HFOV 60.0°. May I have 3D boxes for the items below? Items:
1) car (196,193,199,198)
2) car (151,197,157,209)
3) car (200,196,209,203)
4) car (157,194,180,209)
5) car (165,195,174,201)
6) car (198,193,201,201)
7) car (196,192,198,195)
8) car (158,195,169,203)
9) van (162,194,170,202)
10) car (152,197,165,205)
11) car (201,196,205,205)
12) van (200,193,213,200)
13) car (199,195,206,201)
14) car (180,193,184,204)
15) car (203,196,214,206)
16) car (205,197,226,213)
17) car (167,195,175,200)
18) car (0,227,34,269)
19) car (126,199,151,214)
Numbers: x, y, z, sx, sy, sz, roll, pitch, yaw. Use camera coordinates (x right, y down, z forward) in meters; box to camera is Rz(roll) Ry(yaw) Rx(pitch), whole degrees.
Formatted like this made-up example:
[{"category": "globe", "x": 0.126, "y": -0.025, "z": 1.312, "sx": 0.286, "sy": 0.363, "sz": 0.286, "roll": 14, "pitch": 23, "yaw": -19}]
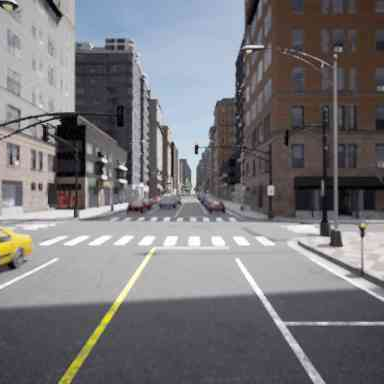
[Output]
[{"category": "car", "x": 2.638, "y": 1.544, "z": 81.118, "sx": 1.947, "sy": 1.339, "sz": 4.313, "roll": 1, "pitch": 0, "yaw": 0}, {"category": "car", "x": -5.869, "y": 1.528, "z": 41.410, "sx": 1.887, "sy": 1.381, "sz": 4.507, "roll": 1, "pitch": 0, "yaw": 0}, {"category": "car", "x": 2.643, "y": 1.560, "z": 69.771, "sx": 1.802, "sy": 1.307, "sz": 4.206, "roll": 1, "pitch": 0, "yaw": 0}, {"category": "car", "x": -3.105, "y": 1.335, "z": 43.902, "sx": 2.097, "sy": 1.767, "sz": 4.553, "roll": 0, "pitch": 0, "yaw": 0}, {"category": "car", "x": -5.890, "y": 1.529, "z": 86.792, "sx": 2.008, "sy": 1.369, "sz": 4.403, "roll": 1, "pitch": 0, "yaw": 0}, {"category": "car", "x": 2.651, "y": 1.294, "z": 58.425, "sx": 2.192, "sy": 1.841, "sz": 5.009, "roll": 1, "pitch": 0, "yaw": 0}, {"category": "car", "x": 2.635, "y": 1.293, "z": 92.466, "sx": 2.192, "sy": 1.841, "sz": 5.009, "roll": 1, "pitch": 0, "yaw": 0}, {"category": "car", "x": -5.881, "y": 1.418, "z": 69.774, "sx": 1.967, "sy": 1.590, "sz": 4.097, "roll": 1, "pitch": 0, "yaw": 0}, {"category": "van", "x": -5.883, "y": 1.319, "z": 75.447, "sx": 1.690, "sy": 1.788, "sz": 3.998, "roll": 1, "pitch": 0, "yaw": 0}, {"category": "car", "x": -5.877, "y": 1.561, "z": 58.428, "sx": 1.802, "sy": 1.307, "sz": 4.206, "roll": 1, "pitch": 0, "yaw": 0}, {"category": "car", "x": 2.653, "y": 1.563, "z": 47.078, "sx": 1.802, "sy": 1.307, "sz": 4.206, "roll": 1, "pitch": 0, "yaw": 0}, {"category": "van", "x": 2.653, "y": 1.321, "z": 52.752, "sx": 1.690, "sy": 1.788, "sz": 3.998, "roll": 1, "pitch": 0, "yaw": 0}, {"category": "car", "x": 2.635, "y": 1.503, "z": 86.962, "sx": 1.752, "sy": 1.417, "sz": 4.829, "roll": 1, "pitch": 0, "yaw": 0}, {"category": "car", "x": -3.069, "y": 1.331, "z": 59.690, "sx": 2.097, "sy": 1.767, "sz": 4.553, "roll": 0, "pitch": 0, "yaw": 1}, {"category": "car", "x": 2.656, "y": 1.565, "z": 41.405, "sx": 1.802, "sy": 1.307, "sz": 4.206, "roll": 1, "pitch": 0, "yaw": 0}, {"category": "car", "x": 2.659, "y": 1.567, "z": 35.731, "sx": 1.802, "sy": 1.307, "sz": 4.206, "roll": 1, "pitch": 0, "yaw": 0}, {"category": "car", "x": -5.893, "y": 1.544, "z": 92.466, "sx": 1.947, "sy": 1.339, "sz": 4.313, "roll": 1, "pitch": 0, "yaw": 0}, {"category": "car", "x": -5.854, "y": 1.522, "z": 8.547, "sx": 1.752, "sy": 1.417, "sz": 4.829, "roll": 1, "pitch": 0, "yaw": 0}, {"category": "car", "x": -5.867, "y": 1.530, "z": 35.737, "sx": 1.887, "sy": 1.381, "sz": 4.507, "roll": 1, "pitch": 0, "yaw": 0}]
